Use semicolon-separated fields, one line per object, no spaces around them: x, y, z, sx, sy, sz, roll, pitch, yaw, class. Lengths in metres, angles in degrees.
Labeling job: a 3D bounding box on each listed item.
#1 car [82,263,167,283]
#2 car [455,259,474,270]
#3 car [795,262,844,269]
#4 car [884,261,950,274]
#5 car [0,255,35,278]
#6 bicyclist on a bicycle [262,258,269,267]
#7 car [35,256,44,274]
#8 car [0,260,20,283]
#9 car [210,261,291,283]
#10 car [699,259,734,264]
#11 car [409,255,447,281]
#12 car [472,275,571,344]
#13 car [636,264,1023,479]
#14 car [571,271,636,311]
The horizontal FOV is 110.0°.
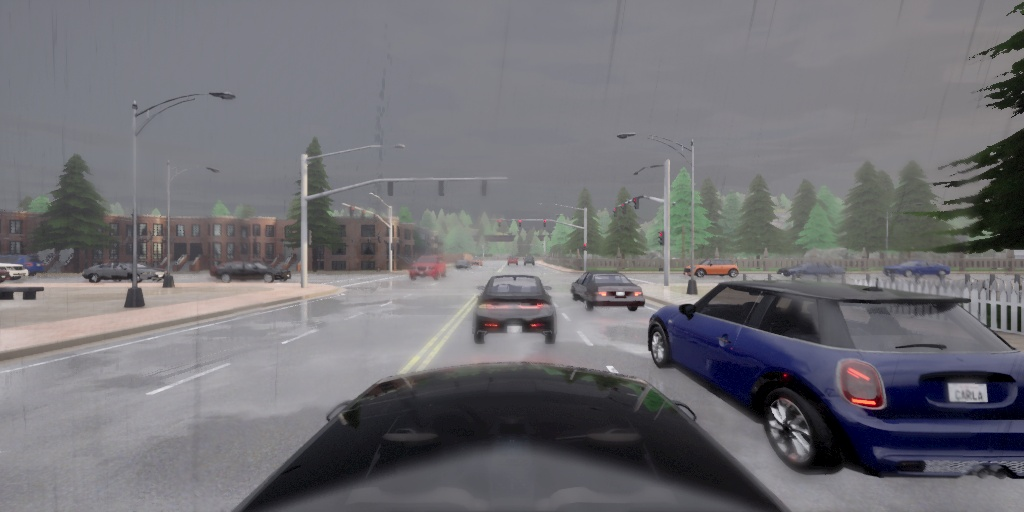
-29.007;1.241;26.946;4.902;1.511;2.128;0;0;-4;car
-7.006;1.255;51.716;1.837;1.490;4.892;0;0;0;car
28.289;1.297;33.933;5.357;1.411;2.033;0;0;1;car
38.167;1.228;33.901;5.008;1.535;1.882;0;0;0;car
-42.179;0.971;27.894;5.566;2.045;2.150;0;0;-21;car
-28.748;1.053;41.670;0.582;1.620;1.656;0;0;-1;bicyclist on a bicycle
-47.954;0.971;33.395;5.566;2.045;2.150;0;0;-23;car
-39.175;1.228;25.224;5.008;1.535;1.882;0;0;-18;car
-19.510;1.228;27.219;5.008;1.535;1.882;0;0;-1;car
18.764;1.102;33.963;4.553;1.767;2.097;0;0;0;car
-7.048;0.971;30.673;2.150;2.045;5.566;0;0;0;car
0.076;1.242;9.549;2.128;1.511;4.902;0;0;1;car
3.607;1.102;4.958;2.097;1.767;4.553;0;0;0;car
3.606;1.297;14.376;2.033;1.411;5.357;0;0;0;car
